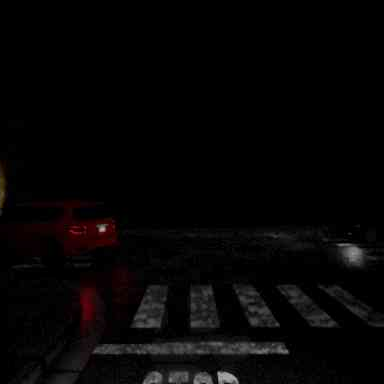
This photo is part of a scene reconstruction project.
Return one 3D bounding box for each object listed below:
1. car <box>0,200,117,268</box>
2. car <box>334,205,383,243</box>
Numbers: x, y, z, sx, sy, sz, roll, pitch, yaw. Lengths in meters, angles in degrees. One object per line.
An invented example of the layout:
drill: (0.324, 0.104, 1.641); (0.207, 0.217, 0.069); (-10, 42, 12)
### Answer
car: (-5.275, 1.322, 11.773); (5.566, 2.045, 2.150); (-1, 1, 26)
car: (8.658, 1.217, 14.058); (5.008, 1.535, 1.882); (-1, 1, 0)
